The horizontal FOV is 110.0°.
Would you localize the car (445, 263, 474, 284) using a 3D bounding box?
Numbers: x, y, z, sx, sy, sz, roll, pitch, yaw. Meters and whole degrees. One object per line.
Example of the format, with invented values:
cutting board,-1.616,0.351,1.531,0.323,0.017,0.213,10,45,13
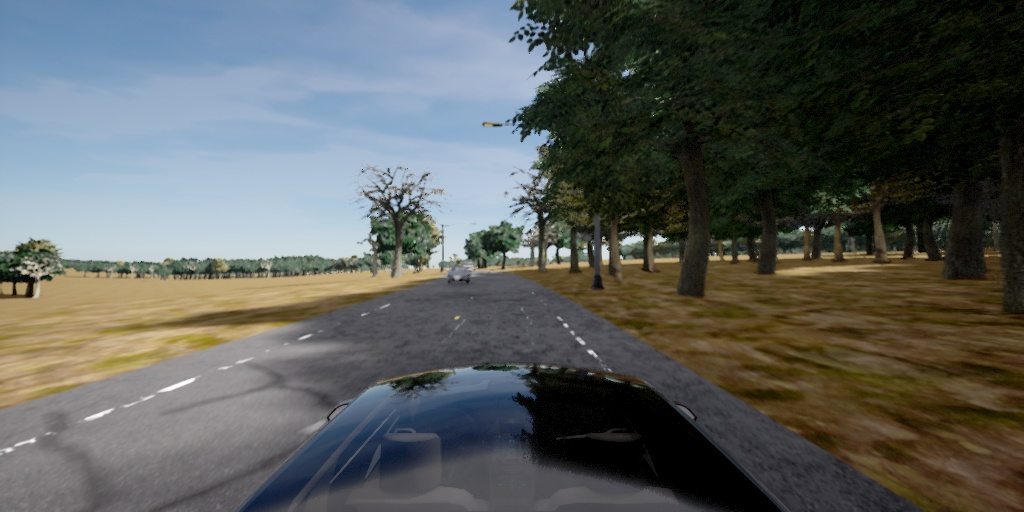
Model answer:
car,-4.649,1.665,31.930,2.128,1.511,4.902,0,-1,-4
